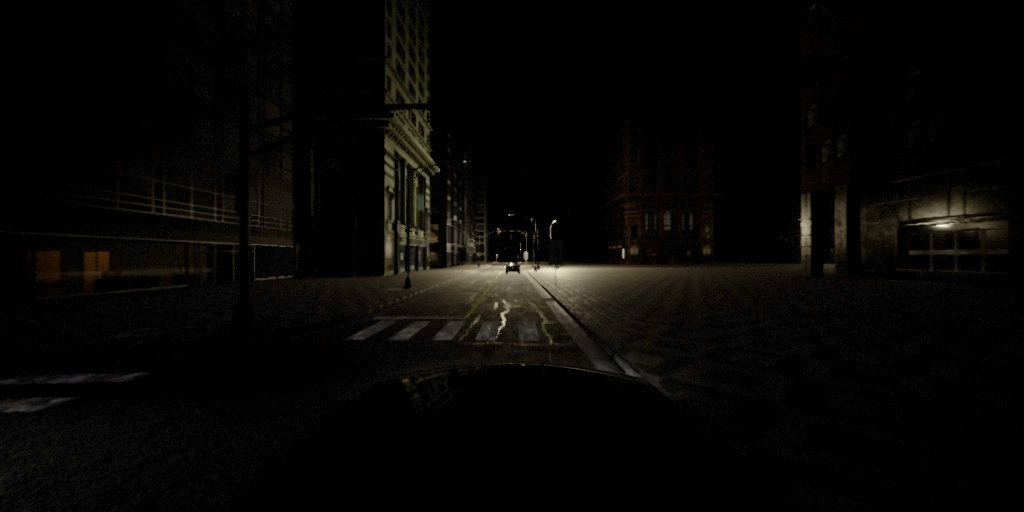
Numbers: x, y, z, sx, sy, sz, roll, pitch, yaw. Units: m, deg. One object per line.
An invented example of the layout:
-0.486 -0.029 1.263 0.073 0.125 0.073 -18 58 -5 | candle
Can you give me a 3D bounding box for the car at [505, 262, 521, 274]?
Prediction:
0.109 1.446 43.832 2.033 1.411 5.357 0 0 0 | car
